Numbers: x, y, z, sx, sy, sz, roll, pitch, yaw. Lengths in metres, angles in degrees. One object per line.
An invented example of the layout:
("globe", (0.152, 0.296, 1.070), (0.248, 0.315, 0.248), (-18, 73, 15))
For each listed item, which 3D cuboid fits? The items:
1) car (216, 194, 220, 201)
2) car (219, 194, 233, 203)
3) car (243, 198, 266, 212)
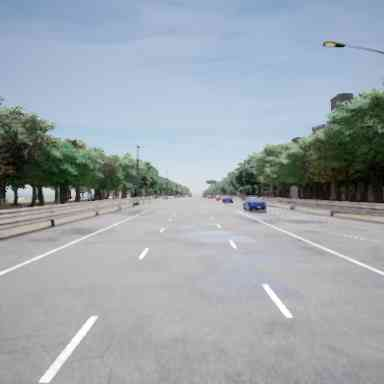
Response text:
("car", (7.078, 1.393, 83.733), (2.097, 1.767, 4.553), (0, 0, 0))
("car", (7.020, 1.492, 66.631), (1.812, 1.442, 4.674), (0, 0, 0))
("car", (7.125, 1.453, 38.177), (1.882, 1.535, 5.008), (0, 0, -2))
